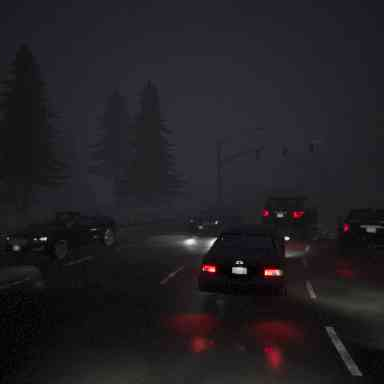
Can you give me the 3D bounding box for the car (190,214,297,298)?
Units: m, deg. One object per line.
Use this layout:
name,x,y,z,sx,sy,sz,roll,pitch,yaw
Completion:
car,1.544,1.546,8.773,2.033,1.411,5.357,0,0,15

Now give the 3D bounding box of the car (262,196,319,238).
car,5.480,1.219,18.222,2.150,2.045,5.566,0,0,28

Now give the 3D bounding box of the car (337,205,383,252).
car,7.074,1.351,13.495,2.097,1.767,4.553,0,0,23

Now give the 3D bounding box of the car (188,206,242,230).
car,1.517,1.521,18.792,1.812,1.442,4.674,0,0,28

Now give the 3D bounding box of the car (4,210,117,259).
car,-4.722,1.485,12.723,2.128,1.511,4.902,0,0,19
